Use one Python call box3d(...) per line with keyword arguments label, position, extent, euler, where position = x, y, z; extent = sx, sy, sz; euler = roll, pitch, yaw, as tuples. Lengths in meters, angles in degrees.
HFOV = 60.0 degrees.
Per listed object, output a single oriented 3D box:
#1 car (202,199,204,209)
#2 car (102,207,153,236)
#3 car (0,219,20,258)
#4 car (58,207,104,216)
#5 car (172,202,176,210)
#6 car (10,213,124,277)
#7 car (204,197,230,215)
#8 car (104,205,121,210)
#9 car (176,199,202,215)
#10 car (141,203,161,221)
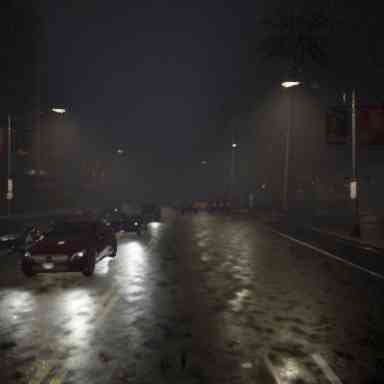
box3d(label="car", position=(1.690, 1.827, 50.253), extent=(2.097, 1.767, 4.553), euler=(0, -1, -12))
box3d(label="car", position=(-3.729, 1.798, 19.874), extent=(1.895, 1.301, 4.718), euler=(0, -1, -1))
box3d(label="car", position=(-7.170, 1.671, 11.491), extent=(2.033, 1.411, 5.357), euler=(0, -1, 0))
box3d(label="car", position=(-7.231, 1.776, 20.732), extent=(1.994, 1.385, 4.181), euler=(0, -1, 0))
box3d(label="car", position=(-1.773, 2.024, 49.708), extent=(2.033, 1.411, 5.357), euler=(0, -1, -12))
box3d(label="car", position=(-3.660, 1.636, 10.770), extent=(1.812, 1.442, 4.674), euler=(0, -1, 0))
box3d(label="car", position=(3.084, 1.594, 39.792), extent=(2.150, 2.045, 5.566), euler=(0, -1, -4))
box3d(label="car", position=(-7.336, 1.871, 30.751), extent=(1.994, 1.385, 4.181), euler=(0, -1, -1))
box3d(label="car", position=(-0.398, 1.867, 39.383), extent=(2.128, 1.511, 4.902), euler=(0, -1, -4))
box3d(label="car", position=(-3.826, 1.800, 30.241), extent=(1.837, 1.490, 4.892), euler=(0, -1, -1))
